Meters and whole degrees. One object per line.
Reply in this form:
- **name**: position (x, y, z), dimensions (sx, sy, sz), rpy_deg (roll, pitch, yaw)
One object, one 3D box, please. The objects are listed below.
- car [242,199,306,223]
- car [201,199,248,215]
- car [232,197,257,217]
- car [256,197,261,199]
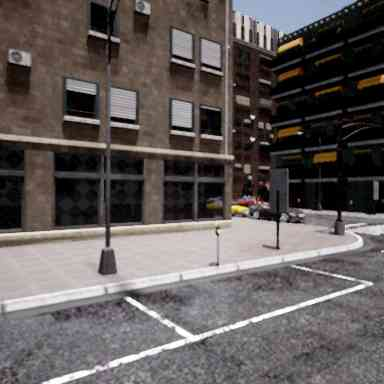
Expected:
- **car**: position (6.137, 1.434, 24.160), dimensions (2.008, 1.369, 4.403), rpy_deg (1, 0, -36)
- **car**: position (3.103, 1.378, 32.680), dimensions (1.895, 1.301, 4.718), rpy_deg (0, 1, -36)
- **car**: position (2.953, 1.333, 28.517), dimensions (1.752, 1.417, 4.829), rpy_deg (1, 0, -36)
- **car**: position (6.353, 1.218, 38.068), dimensions (1.967, 1.590, 4.097), rpy_deg (1, 0, -36)
